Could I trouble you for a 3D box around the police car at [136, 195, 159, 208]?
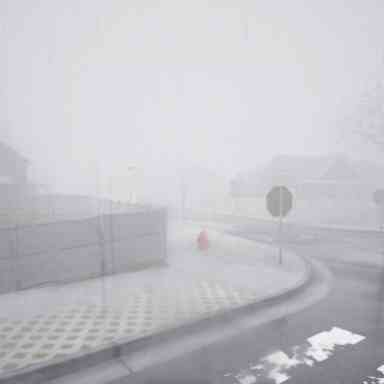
[{"bbox_3d":[-5.103,1.167,38.152,1.930,1.638,5.238,2,0,-20],"label":"police car"}]
